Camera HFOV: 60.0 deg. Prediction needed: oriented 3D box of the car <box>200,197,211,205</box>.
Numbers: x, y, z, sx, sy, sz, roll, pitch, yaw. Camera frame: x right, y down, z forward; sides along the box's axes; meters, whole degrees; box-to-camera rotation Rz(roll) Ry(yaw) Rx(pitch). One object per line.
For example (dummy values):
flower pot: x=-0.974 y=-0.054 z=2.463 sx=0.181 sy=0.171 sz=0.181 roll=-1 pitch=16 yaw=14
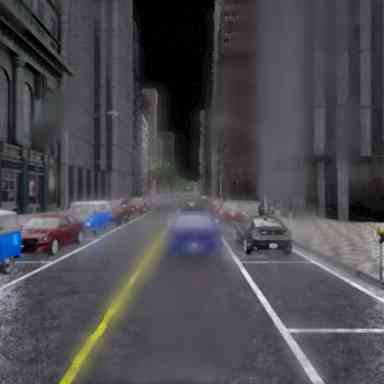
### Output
car: x=2.742 y=1.764 z=67.884 sx=1.967 sy=1.590 sz=4.097 roll=0 pitch=0 yaw=0

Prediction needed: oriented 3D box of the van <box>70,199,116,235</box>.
van: x=-5.768 y=1.416 z=18.911 sx=1.690 sy=1.788 sz=3.998 roll=0 pitch=0 yaw=0

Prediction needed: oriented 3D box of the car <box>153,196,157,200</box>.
car: x=-5.774 y=1.603 z=40.676 sx=1.967 sy=1.590 sz=4.097 roll=0 pitch=0 yaw=0

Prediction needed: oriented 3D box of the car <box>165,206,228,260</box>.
car: x=0.080 y=1.528 z=12.627 sx=1.882 sy=1.535 sz=5.008 roll=0 pitch=0 yaw=0

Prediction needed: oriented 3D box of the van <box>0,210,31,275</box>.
van: x=-5.765 y=1.373 z=8.029 sx=1.690 sy=1.788 sz=3.998 roll=0 pitch=0 yaw=0

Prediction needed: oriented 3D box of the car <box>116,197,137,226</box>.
car: x=-5.769 y=1.411 z=24.353 sx=2.192 sy=1.841 sz=5.009 roll=0 pitch=0 yaw=0

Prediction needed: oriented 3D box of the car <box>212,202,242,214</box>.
car: x=2.756 y=1.536 z=24.360 sx=1.967 sy=1.590 sz=4.097 roll=0 pitch=0 yaw=0

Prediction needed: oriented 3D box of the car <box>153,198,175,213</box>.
car: x=-3.108 y=1.757 z=39.088 sx=1.895 sy=1.301 sz=4.718 roll=0 pitch=0 yaw=0

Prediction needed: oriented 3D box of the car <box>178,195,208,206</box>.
car: x=0.086 y=1.347 z=31.745 sx=2.150 sy=2.045 sz=5.566 roll=0 pitch=0 yaw=0

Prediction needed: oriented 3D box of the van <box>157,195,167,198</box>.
van: x=-5.781 y=1.599 z=56.998 sx=1.690 sy=1.788 sz=3.998 roll=0 pitch=0 yaw=0

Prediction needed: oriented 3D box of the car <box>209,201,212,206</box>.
car: x=2.754 y=1.699 z=29.801 sx=1.802 sy=1.307 sz=4.206 roll=0 pitch=0 yaw=0

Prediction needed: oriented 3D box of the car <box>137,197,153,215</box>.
car: x=-5.772 y=1.454 z=35.235 sx=2.192 sy=1.841 sz=5.009 roll=0 pitch=0 yaw=0

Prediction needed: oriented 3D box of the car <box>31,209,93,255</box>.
car: x=-5.766 y=1.598 z=13.469 sx=1.887 sy=1.381 sz=4.507 roll=0 pitch=0 yaw=0

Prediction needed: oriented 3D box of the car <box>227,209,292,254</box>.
car: x=2.759 y=1.604 z=13.478 sx=2.008 sy=1.369 sz=4.403 roll=0 pitch=0 yaw=0

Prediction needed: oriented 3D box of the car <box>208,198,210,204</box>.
car: x=2.753 y=1.684 z=35.241 sx=1.887 sy=1.381 sz=4.507 roll=0 pitch=0 yaw=0
